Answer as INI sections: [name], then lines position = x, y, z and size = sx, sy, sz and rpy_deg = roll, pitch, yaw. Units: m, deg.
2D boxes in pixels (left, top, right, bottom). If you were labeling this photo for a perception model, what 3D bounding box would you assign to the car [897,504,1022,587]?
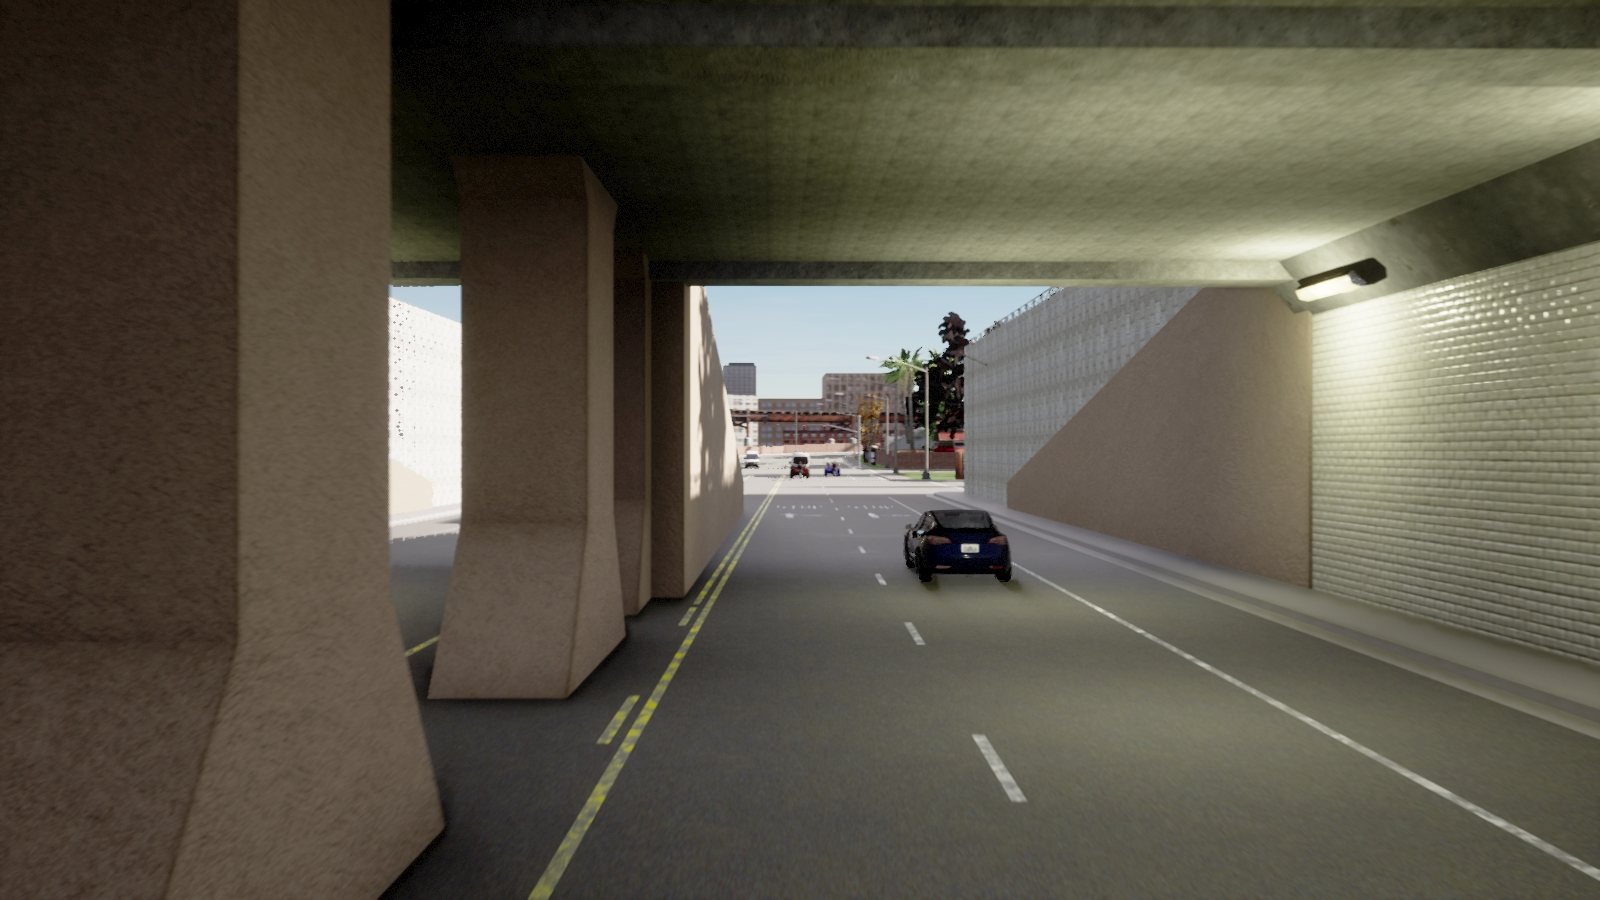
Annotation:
[car]
position = 3.460, 2.063, 25.751
size = 2.163, 1.488, 4.792
rpy_deg = 0, 0, 0
